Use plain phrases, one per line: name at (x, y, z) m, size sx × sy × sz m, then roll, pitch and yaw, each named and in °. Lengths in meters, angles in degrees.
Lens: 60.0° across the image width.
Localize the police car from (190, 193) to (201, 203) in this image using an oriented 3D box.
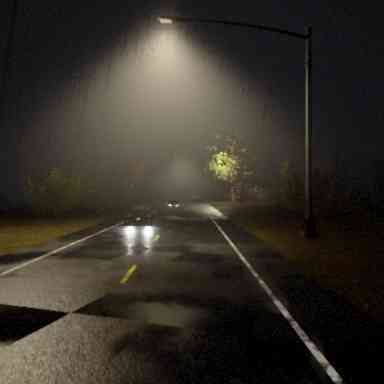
police car at (1.022, 1.591, 75.298) m, size 1.930 × 1.638 × 5.238 m, roll 0°, pitch 0°, yaw 0°

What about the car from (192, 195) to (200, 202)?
car at (1.018, 1.662, 85.190) m, size 1.882 × 1.535 × 5.008 m, roll 0°, pitch 0°, yaw 0°

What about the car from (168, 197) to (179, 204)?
car at (-3.545, 1.704, 64.670) m, size 1.994 × 1.385 × 4.181 m, roll 0°, pitch 0°, yaw 1°

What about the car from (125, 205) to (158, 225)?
car at (-3.608, 1.625, 24.353) m, size 1.994 × 1.385 × 4.181 m, roll 0°, pitch 0°, yaw 0°
